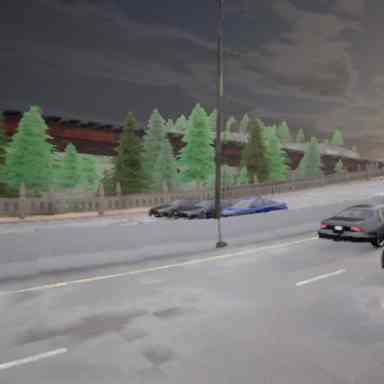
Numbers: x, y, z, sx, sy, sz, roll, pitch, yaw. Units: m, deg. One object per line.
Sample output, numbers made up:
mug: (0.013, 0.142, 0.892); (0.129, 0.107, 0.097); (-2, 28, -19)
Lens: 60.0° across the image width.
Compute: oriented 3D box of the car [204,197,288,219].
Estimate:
car: (3.433, 1.088, 19.338); (5.008, 1.535, 1.882); (-4, 2, -35)

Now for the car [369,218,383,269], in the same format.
car: (6.692, 1.349, 8.525); (4.181, 1.385, 1.994); (-3, 2, -35)

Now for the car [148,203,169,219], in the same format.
car: (-0.597, 1.156, 25.062); (5.357, 1.411, 2.033); (-4, 2, -35)

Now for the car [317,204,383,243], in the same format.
car: (7.206, 1.185, 13.186); (5.357, 1.411, 2.033); (-4, 2, -35)

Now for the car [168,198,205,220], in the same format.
car: (1.429, 1.156, 22.209); (5.357, 1.411, 2.033); (-4, 2, -35)
